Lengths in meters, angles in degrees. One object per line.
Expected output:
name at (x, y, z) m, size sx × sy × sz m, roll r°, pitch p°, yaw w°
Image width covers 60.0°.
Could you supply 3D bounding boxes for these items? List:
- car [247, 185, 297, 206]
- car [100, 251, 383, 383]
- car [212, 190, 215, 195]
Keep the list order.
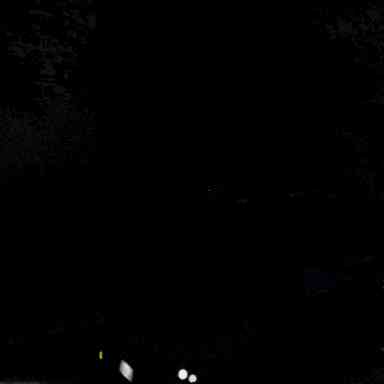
car at (8.108, 0.261, 34.145) m, size 2.150 × 2.045 × 5.566 m, roll 2°, pitch 2°, yaw -34°
car at (0.965, 1.559, 4.431) m, size 4.181 × 1.385 × 1.994 m, roll 0°, pitch 0°, yaw -36°
car at (1.103, -0.099, 44.371) m, size 2.128 × 1.511 × 4.902 m, roll 1°, pitch 2°, yaw -34°
